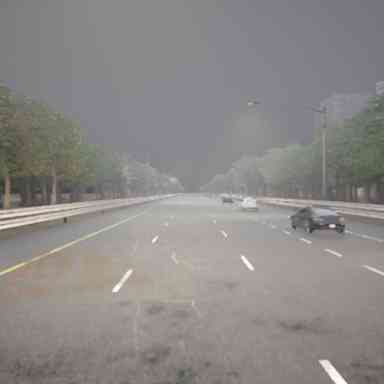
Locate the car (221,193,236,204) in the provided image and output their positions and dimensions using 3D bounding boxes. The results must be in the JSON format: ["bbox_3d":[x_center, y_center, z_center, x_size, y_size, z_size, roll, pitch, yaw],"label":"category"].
[{"bbox_3d":[7.028,1.510,67.077,1.882,1.535,5.008,0,0,0],"label":"car"}]

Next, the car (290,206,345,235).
[{"bbox_3d":[6.994,1.533,18.861,1.812,1.442,4.674,0,0,0],"label":"car"}]

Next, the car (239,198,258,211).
[{"bbox_3d":[6.994,1.537,41.636,1.812,1.442,4.674,0,0,0],"label":"car"}]
